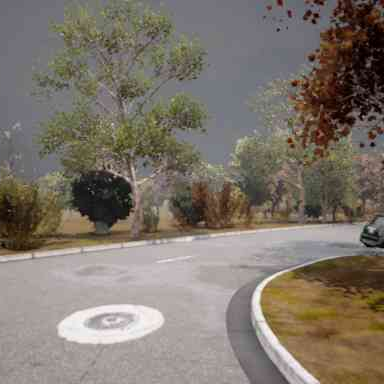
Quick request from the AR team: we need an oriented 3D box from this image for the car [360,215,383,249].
[{"bbox_3d":[10.294,1.899,15.122,4.553,1.767,2.097,3,1,0],"label":"car"}]
